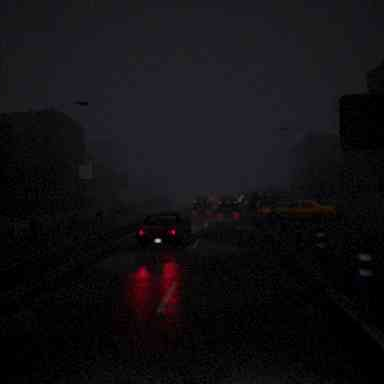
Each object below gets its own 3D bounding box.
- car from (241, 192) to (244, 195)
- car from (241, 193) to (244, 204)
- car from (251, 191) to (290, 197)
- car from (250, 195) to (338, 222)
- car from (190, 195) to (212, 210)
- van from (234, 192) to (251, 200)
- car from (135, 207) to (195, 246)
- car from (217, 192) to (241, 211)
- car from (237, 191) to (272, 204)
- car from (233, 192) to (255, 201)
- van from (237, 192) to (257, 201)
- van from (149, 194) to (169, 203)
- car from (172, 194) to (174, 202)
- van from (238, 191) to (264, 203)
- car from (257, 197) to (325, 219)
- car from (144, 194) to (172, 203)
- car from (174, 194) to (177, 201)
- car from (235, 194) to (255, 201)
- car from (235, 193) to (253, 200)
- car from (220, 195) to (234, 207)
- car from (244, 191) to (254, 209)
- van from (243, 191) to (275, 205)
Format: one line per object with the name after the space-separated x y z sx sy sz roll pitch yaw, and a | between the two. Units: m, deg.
9.564 1.099 47.178 5.008 1.535 2.097 -2 0 6 | car
9.022 1.097 41.694 4.892 1.521 2.231 -2 0 6 | car
7.623 1.029 27.984 4.553 1.767 2.185 -2 0 6 | car
6.931 1.204 22.514 5.366 1.575 1.946 -2 0 6 | car
1.343 1.188 40.972 2.097 1.767 4.553 -2 0 6 | car
13.793 1.117 91.096 4.442 1.987 1.878 -2 0 6 | van
-1.152 1.629 15.555 1.895 1.301 4.718 -2 1 6 | car
3.850 1.115 36.115 2.097 1.767 4.553 -2 0 6 | car
10.340 0.879 55.415 5.566 2.045 2.435 -2 -1 6 | car
13.336 1.072 85.598 5.566 2.045 2.435 -2 0 6 | car
12.664 1.057 77.348 4.442 1.987 1.878 -2 0 6 | van
-7.803 1.648 79.279 4.442 1.987 1.878 -2 -1 6 | van
-7.585 1.921 82.177 4.792 1.488 2.163 -2 0 6 | car
10.797 0.946 60.908 4.442 1.987 1.878 -2 -1 6 | van
7.392 1.216 25.239 4.674 1.452 2.002 -2 0 6 | car
-8.237 1.611 76.532 5.566 2.045 2.435 -2 0 6 | car
-7.375 1.653 84.824 5.566 2.045 2.435 -2 0 6 | car
13.071 1.343 82.852 4.792 1.488 2.163 -2 0 6 | car
13.671 1.205 88.337 4.553 1.767 2.185 -2 0 6 | car
4.922 1.259 47.304 1.837 1.490 4.892 -2 0 6 | car
7.951 0.883 30.720 5.566 2.045 2.435 -2 0 6 | car
9.927 0.876 49.791 4.442 1.987 1.878 -2 0 6 | van
